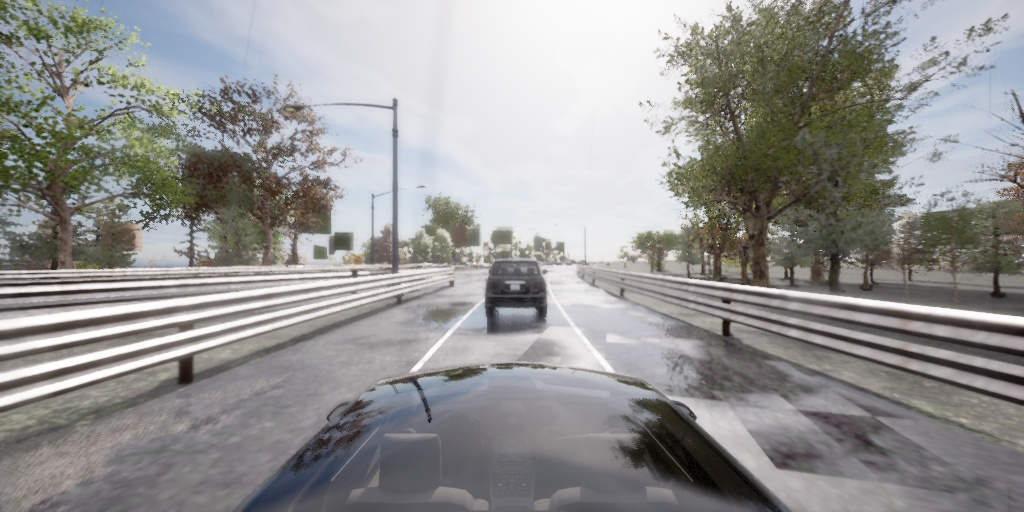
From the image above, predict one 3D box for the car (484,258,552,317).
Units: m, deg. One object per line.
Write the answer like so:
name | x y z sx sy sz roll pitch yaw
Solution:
car | 0.220 1.101 14.094 2.150 2.045 5.566 0 0 3
